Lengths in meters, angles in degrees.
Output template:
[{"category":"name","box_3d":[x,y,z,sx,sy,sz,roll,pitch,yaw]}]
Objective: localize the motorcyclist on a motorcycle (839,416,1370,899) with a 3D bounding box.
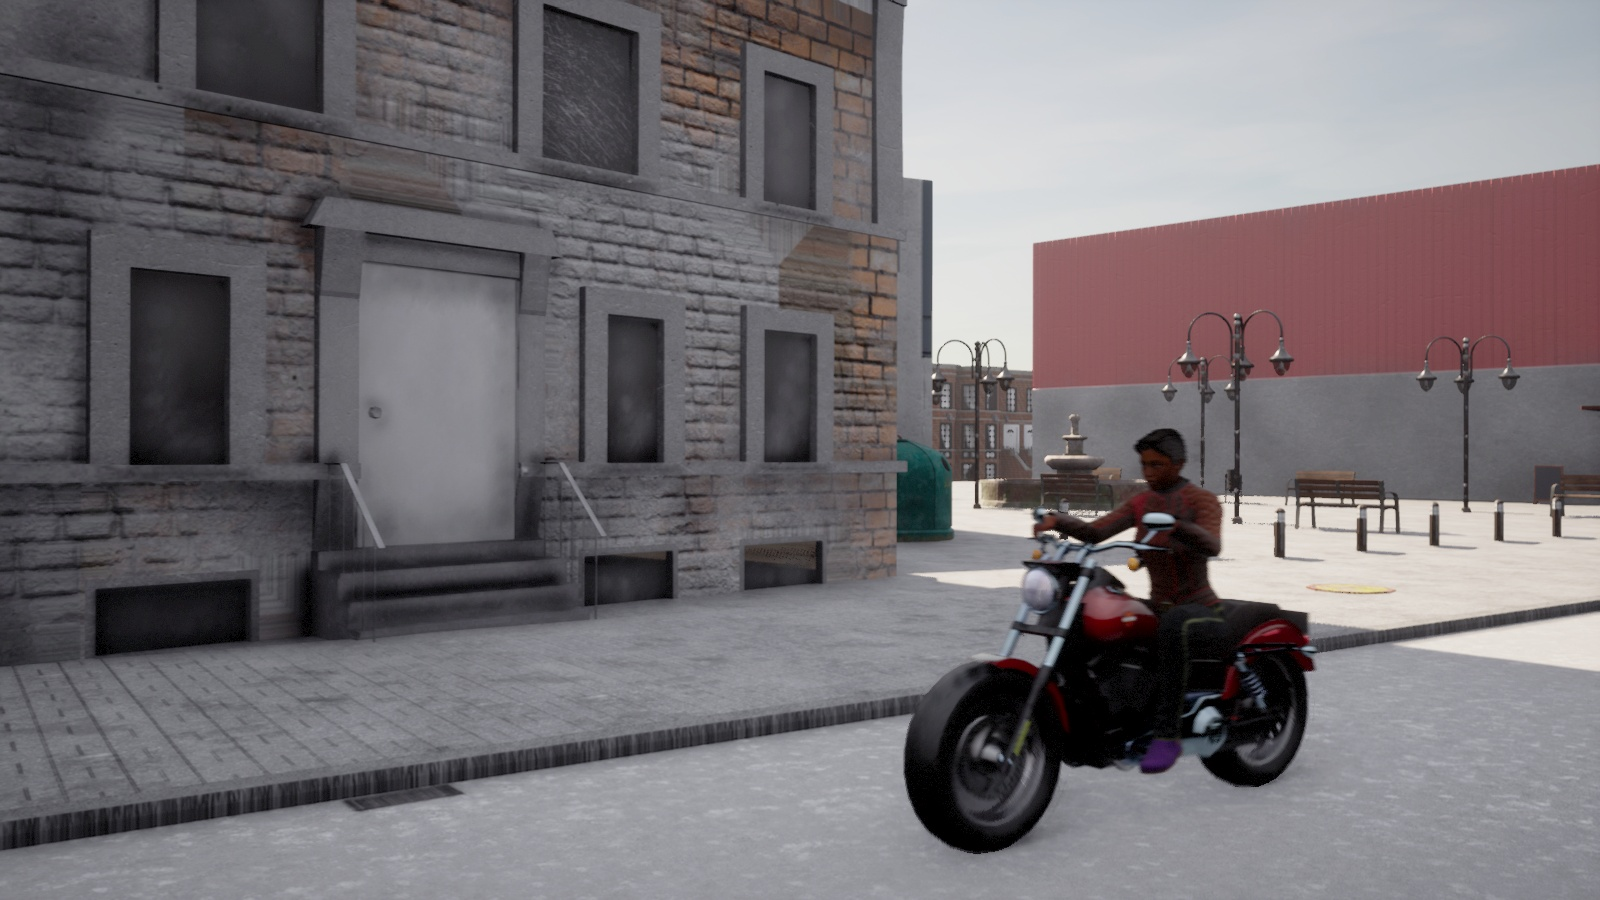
[{"category":"motorcyclist on a motorcycle","box_3d":[1.335,0.710,5.198,2.350,1.649,0.766,0,0,-35]}]
